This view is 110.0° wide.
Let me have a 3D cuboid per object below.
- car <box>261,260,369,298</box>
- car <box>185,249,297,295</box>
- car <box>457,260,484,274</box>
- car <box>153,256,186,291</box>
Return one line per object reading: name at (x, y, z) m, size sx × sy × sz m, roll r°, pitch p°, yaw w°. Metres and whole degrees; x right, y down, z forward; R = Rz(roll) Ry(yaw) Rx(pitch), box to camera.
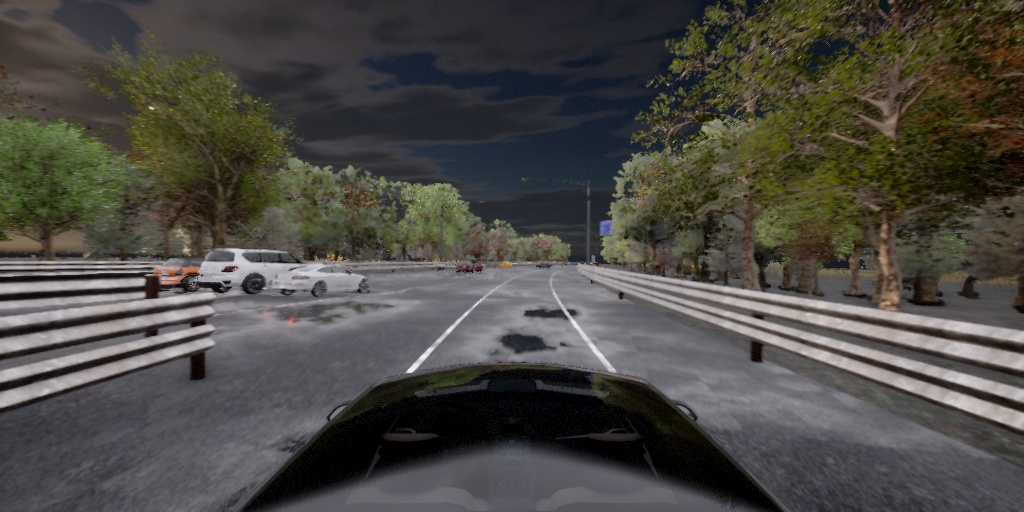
car at (-8.706, 1.080, 16.746) m, size 1.812 × 1.442 × 4.674 m, roll 1°, pitch -2°, yaw 15°
car at (-12.068, 0.725, 17.720) m, size 2.150 × 2.045 × 5.566 m, roll 0°, pitch -1°, yaw 15°
car at (-5.087, 1.262, 44.411) m, size 2.097 × 1.767 × 4.553 m, roll 1°, pitch -1°, yaw 15°
car at (-15.468, 0.828, 18.563) m, size 2.097 × 1.767 × 4.553 m, roll 0°, pitch -1°, yaw 15°
